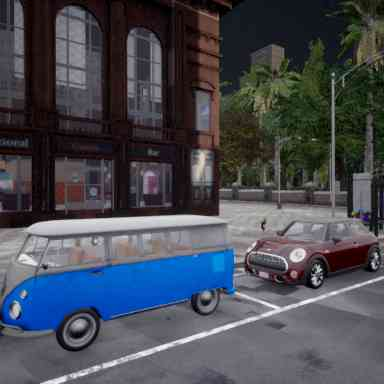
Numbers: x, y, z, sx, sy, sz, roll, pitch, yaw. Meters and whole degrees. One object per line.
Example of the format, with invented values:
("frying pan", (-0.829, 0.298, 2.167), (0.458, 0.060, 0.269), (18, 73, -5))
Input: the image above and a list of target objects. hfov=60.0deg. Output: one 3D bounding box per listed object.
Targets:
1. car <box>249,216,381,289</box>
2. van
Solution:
("car", (3.320, 1.439, 9.064), (4.097, 1.590, 1.967), (0, 0, -36))
("van", (-1.081, 1.341, 5.890), (3.998, 1.788, 1.690), (0, 0, -36))
